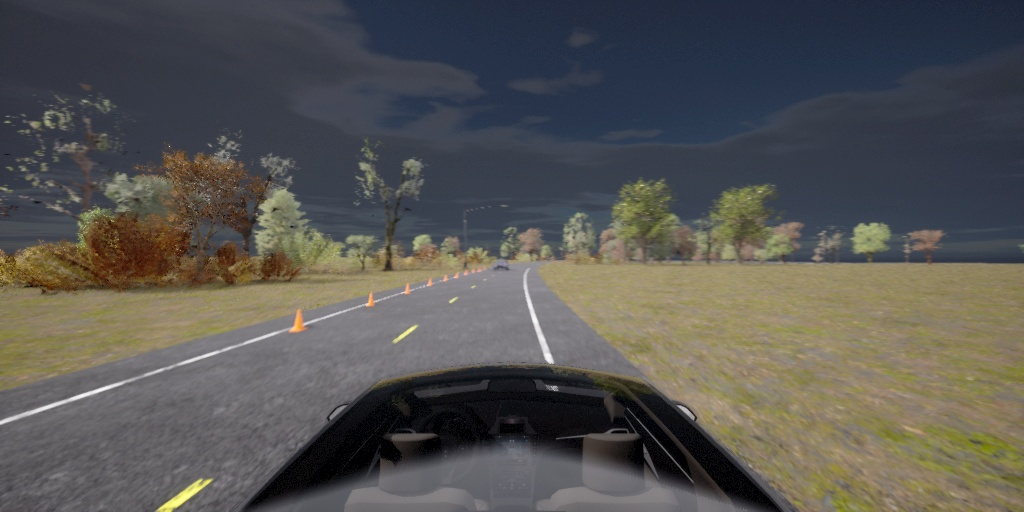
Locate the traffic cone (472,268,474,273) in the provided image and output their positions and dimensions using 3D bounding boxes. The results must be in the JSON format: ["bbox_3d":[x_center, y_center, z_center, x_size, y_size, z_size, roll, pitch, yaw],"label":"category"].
[{"bbox_3d":[-4.860,1.855,45.144,0.340,0.580,0.340,0,0,3],"label":"traffic cone"}]

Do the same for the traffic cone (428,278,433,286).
[{"bbox_3d":[-5.708,1.800,25.060,0.340,0.580,0.340,0,0,2],"label":"traffic cone"}]

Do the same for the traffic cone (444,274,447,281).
[{"bbox_3d":[-5.556,1.813,30.084,0.340,0.580,0.340,0,0,2],"label":"traffic cone"}]

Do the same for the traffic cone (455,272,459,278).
[{"bbox_3d":[-5.365,1.826,35.106,0.340,0.580,0.340,0,0,2],"label":"traffic cone"}]

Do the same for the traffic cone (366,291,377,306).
[{"bbox_3d":[-5.894,1.774,15.011,0.340,0.580,0.340,0,0,1],"label":"traffic cone"}]

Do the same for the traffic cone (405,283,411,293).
[{"bbox_3d":[-5.821,1.787,20.037,0.340,0.580,0.340,0,0,1],"label":"traffic cone"}]

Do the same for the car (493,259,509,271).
[{"bbox_3d":[-1.539,1.255,52.616,2.097,1.767,4.553,0,0,4],"label":"car"}]

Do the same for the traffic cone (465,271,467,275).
[{"bbox_3d":[-5.132,1.840,40.126,0.340,0.580,0.340,0,0,3],"label":"traffic cone"}]

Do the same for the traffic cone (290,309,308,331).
[{"bbox_3d":[-5.926,1.761,9.986,0.340,0.580,0.340,0,0,0],"label":"traffic cone"}]
